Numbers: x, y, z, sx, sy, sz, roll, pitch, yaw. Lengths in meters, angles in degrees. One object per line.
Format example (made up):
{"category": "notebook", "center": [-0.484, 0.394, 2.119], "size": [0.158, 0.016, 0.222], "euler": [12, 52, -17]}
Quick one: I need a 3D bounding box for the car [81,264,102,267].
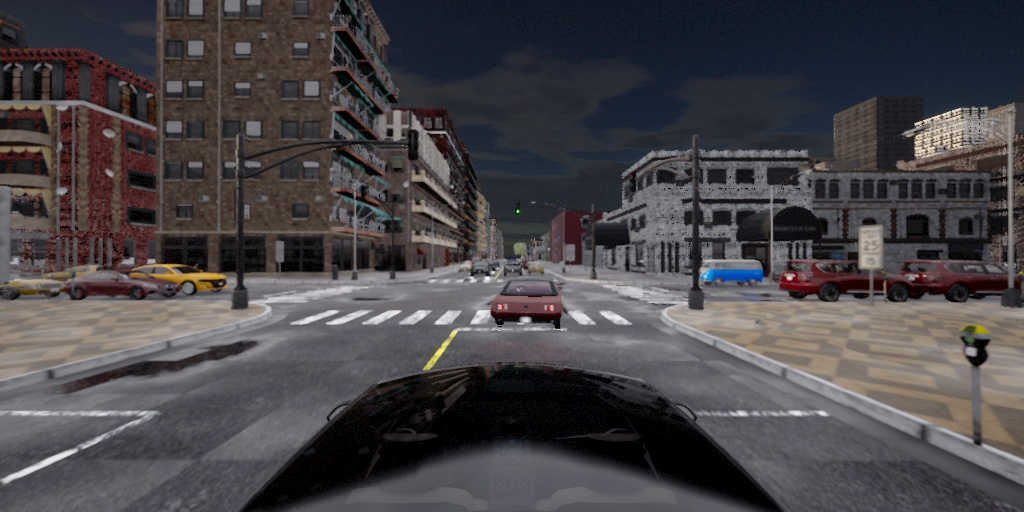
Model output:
{"category": "car", "center": [-28.987, 1.234, 24.475], "size": [4.829, 1.417, 1.751], "euler": [0, 0, 0]}

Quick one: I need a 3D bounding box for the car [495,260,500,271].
{"category": "car", "center": [-3.084, 1.318, 47.915], "size": [2.033, 1.411, 5.357], "euler": [0, 0, 0]}

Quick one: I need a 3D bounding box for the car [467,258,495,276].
{"category": "car", "center": [-3.100, 1.266, 36.608], "size": [1.837, 1.490, 4.892], "euler": [0, 0, 0]}

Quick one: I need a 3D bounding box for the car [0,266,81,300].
{"category": "car", "center": [-22.962, 1.205, 16.110], "size": [4.829, 1.417, 1.751], "euler": [0, 0, 0]}

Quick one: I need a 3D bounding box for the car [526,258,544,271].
{"category": "car", "center": [2.685, 1.289, 40.276], "size": [1.751, 1.417, 4.829], "euler": [0, 0, 0]}

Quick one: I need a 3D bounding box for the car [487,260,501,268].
{"category": "car", "center": [-3.052, 1.332, 61.360], "size": [2.033, 1.411, 5.357], "euler": [0, 0, 1]}

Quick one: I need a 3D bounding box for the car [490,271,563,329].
{"category": "car", "center": [0.663, 1.345, 11.413], "size": [1.895, 1.301, 4.718], "euler": [0, 0, 8]}

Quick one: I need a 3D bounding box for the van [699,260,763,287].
{"category": "van", "center": [14.893, 1.162, 24.586], "size": [3.998, 1.789, 1.690], "euler": [0, 0, 0]}

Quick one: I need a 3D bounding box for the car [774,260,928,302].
{"category": "car", "center": [14.917, 1.098, 16.206], "size": [5.009, 1.841, 2.192], "euler": [0, 0, 0]}

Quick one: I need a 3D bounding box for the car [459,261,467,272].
{"category": "car", "center": [-5.697, 1.293, 45.473], "size": [1.751, 1.417, 4.829], "euler": [0, 0, 0]}

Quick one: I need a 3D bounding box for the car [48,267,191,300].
{"category": "car", "center": [-17.469, 1.273, 16.124], "size": [4.207, 1.307, 1.802], "euler": [0, 0, 0]}

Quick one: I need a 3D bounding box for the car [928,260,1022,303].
{"category": "car", "center": [20.441, 1.117, 16.220], "size": [5.009, 1.841, 2.192], "euler": [0, 0, 0]}

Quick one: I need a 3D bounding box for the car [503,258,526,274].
{"category": "car", "center": [0.094, 1.254, 38.526], "size": [2.128, 1.511, 4.902], "euler": [0, 0, 0]}

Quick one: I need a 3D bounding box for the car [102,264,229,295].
{"category": "car", "center": [-17.683, 1.180, 18.714], "size": [5.008, 1.535, 1.882], "euler": [0, 0, 0]}
